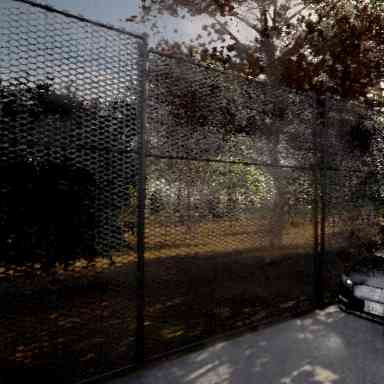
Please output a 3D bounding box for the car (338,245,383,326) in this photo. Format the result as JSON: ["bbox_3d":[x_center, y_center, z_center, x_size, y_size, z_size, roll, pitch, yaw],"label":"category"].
[{"bbox_3d":[4.794,1.517,6.455,4.902,1.511,2.128,0,0,-35],"label":"car"}]
